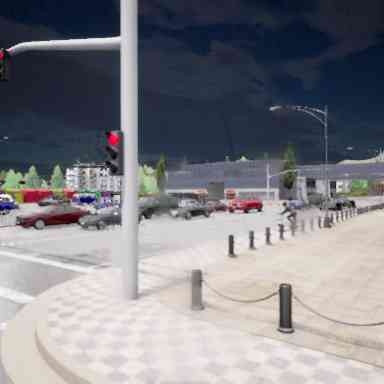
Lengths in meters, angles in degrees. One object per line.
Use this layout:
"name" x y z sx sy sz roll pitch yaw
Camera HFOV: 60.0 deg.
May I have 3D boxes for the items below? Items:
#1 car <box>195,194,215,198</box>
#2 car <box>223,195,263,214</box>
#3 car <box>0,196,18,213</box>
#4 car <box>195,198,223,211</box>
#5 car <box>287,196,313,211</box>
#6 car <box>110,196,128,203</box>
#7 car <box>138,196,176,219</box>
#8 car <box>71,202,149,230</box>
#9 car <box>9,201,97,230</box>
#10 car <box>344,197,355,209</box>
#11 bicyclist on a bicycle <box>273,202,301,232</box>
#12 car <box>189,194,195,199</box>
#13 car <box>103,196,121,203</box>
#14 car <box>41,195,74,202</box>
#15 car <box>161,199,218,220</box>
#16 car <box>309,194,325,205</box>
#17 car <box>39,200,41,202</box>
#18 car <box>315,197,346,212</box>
"car" 3.169 1.362 63.769 1.932 1.855 4.605 0 0 36
"car" 6.207 1.350 38.257 2.150 2.045 5.566 0 0 36
"car" -25.215 1.677 44.257 1.970 1.475 3.806 0 0 36
"car" 2.361 1.711 38.914 1.994 1.385 4.181 0 0 36
"car" 13.252 1.632 41.668 1.812 1.442 4.674 0 0 36
"car" -17.313 1.734 78.810 1.970 1.475 3.806 0 0 36
"car" -3.525 1.373 30.845 2.150 2.045 5.566 0 0 36
"car" -5.371 1.663 22.320 1.812 1.442 4.674 0 0 36
"car" -9.370 1.634 22.805 1.882 1.535 5.008 0 0 36
"car" 22.195 1.437 48.191 2.097 1.767 4.553 0 0 36
"bicyclist on a bicycle" 5.239 1.381 18.272 1.656 1.620 0.582 -1 0 36
"car" 0.867 1.380 65.524 1.905 1.878 3.866 0 0 36
"car" -11.637 1.641 53.031 1.970 1.475 3.806 0 0 36
"car" -25.322 1.485 62.945 1.932 1.855 4.605 0 0 36
"car" -0.080 1.625 29.627 2.128 1.511 4.902 0 0 36
"car" 18.929 1.324 49.498 2.150 2.045 5.566 0 0 36
"car" -27.620 1.710 64.708 1.784 1.438 3.905 0 0 36
"car" 17.159 1.652 41.165 1.994 1.385 4.181 0 0 36
